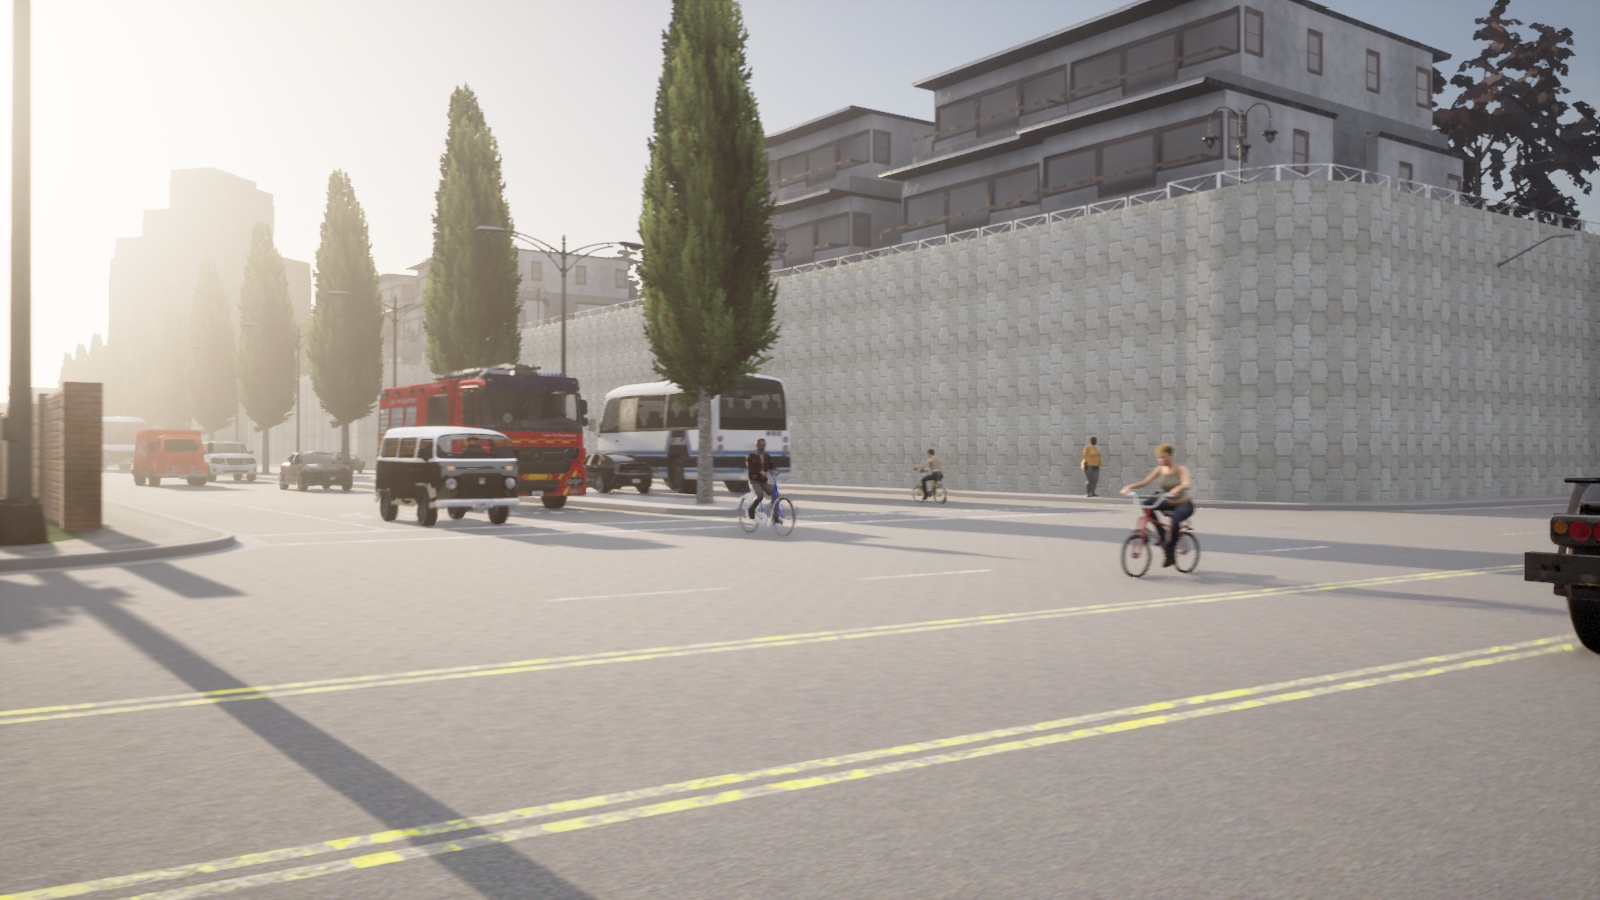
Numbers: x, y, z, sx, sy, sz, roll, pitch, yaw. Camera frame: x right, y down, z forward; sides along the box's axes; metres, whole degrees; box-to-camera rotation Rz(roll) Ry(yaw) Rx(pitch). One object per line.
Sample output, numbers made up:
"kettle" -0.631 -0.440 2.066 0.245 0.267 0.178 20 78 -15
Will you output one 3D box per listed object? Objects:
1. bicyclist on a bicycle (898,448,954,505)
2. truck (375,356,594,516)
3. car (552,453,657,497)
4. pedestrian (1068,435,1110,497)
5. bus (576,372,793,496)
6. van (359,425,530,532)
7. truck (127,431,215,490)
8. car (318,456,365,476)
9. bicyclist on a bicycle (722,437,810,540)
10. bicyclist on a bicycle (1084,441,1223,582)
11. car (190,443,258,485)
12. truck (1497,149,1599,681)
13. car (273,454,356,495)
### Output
"bicyclist on a bicycle" 3.643 0.757 36.409 0.866 1.612 1.509 0 0 -34
"truck" -8.832 -0.322 34.261 2.891 3.827 8.468 0 0 -35
"car" -7.225 0.871 45.942 1.837 1.490 4.892 0 0 -35
"pedestrian" 8.793 0.469 38.188 0.874 1.855 0.900 0 0 -34
"bus" -4.738 -0.510 48.394 3.944 4.253 10.273 0 0 -34
"van" -7.507 0.545 26.237 2.069 2.038 4.480 0 0 -35
"truck" -27.640 0.445 55.082 2.627 2.467 5.204 0 0 -36
"car" -32.015 1.101 87.593 1.895 1.301 4.718 0 0 -35
"bicyclist on a bicycle" -0.627 0.668 22.486 0.659 1.776 1.843 0 0 -34
"bicyclist on a bicycle" 4.271 0.707 15.164 1.509 1.612 0.866 0 0 -37
"car" -29.049 0.672 63.246 2.150 2.045 5.566 0 0 -35
"truck" 8.934 -0.234 9.759 7.936 3.462 2.891 0 0 -34
"car" -18.831 0.902 48.589 1.837 1.490 4.892 0 0 -35
